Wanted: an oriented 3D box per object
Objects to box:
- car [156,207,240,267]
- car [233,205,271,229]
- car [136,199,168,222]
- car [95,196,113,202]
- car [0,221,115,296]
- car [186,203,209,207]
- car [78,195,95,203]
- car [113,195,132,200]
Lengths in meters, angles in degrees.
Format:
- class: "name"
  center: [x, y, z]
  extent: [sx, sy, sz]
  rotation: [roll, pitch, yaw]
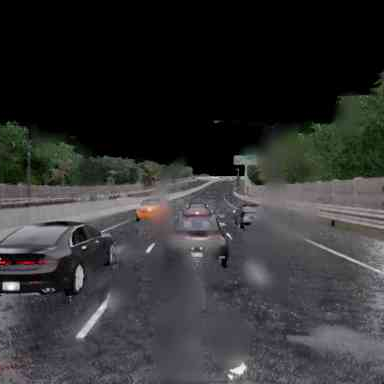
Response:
- class: "car"
  center: [0.173, 1.493, 11.413]
  extent: [2.128, 1.511, 4.902]
  rotation: [0, 0, 1]
- class: "car"
  center: [3.821, 1.552, 21.749]
  extent: [2.033, 1.411, 5.357]
  rotation: [0, 0, 1]
- class: "car"
  center: [-3.068, 1.353, 26.674]
  extent: [2.097, 1.767, 4.553]
  rotation: [0, 0, 1]
- class: "car"
  center: [-15.870, 1.466, 61.814]
  extent: [1.837, 1.490, 4.892]
  rotation: [0, 0, 3]
- class: "car"
  center: [-3.353, 1.505, 8.633]
  extent: [1.837, 1.490, 4.892]
  rotation: [0, 0, 0]
- class: "car"
  center: [0.450, 1.567, 27.422]
  extent: [1.994, 1.385, 4.181]
  rotation: [0, 0, 1]
- class: "car"
  center: [-19.384, 1.315, 61.601]
  extent: [2.097, 1.767, 4.553]
  rotation: [0, 0, 3]
- class: "car"
  center: [-12.393, 1.322, 61.347]
  extent: [2.097, 1.767, 4.553]
  rotation: [0, 0, 3]
